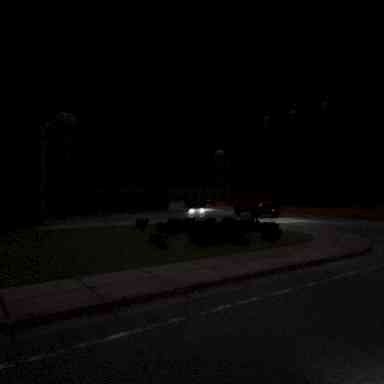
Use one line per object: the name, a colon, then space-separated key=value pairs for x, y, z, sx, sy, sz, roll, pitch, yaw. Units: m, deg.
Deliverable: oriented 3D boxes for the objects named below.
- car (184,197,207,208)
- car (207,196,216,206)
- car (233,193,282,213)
car: x=0.255 y=1.595 z=47.184 sx=1.895 sy=1.301 sz=4.718 roll=0 pitch=0 yaw=-13
car: x=2.536 y=1.493 z=53.817 sx=1.837 sy=1.490 sz=4.892 roll=0 pitch=0 yaw=-9
car: x=5.670 y=1.122 z=29.582 sx=2.150 sy=2.045 sz=5.566 roll=0 pitch=0 yaw=-20
